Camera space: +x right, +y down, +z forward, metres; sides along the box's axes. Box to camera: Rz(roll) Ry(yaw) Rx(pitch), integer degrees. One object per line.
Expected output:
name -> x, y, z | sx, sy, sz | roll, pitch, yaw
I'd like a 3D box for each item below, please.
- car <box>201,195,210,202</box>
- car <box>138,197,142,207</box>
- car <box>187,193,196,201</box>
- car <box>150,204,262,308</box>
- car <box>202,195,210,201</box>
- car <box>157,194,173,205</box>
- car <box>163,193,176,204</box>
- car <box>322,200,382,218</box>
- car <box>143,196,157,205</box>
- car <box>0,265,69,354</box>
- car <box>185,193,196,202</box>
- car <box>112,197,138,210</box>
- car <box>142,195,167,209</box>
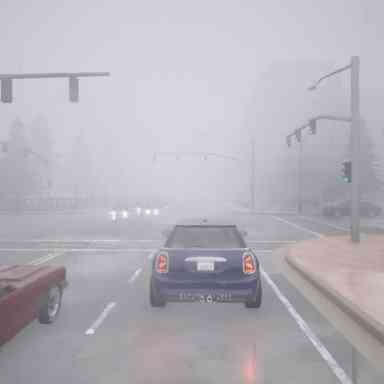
car -> 3.076, 1.548, 73.619 | 1.994, 1.385, 4.181 | 0, 0, 2
car -> -8.347, 1.491, 51.835 | 2.128, 1.511, 4.902 | 0, 0, 2
car -> -0.092, 1.222, 82.486 | 2.150, 2.045, 5.566 | 0, 0, 2
car -> 0.305, 1.352, 8.090 | 2.097, 1.767, 4.553 | 0, 0, 2
car -> 3.404, 1.475, 82.324 | 1.882, 1.535, 5.008 | 0, 0, 2
car -> -4.715, 1.477, 55.156 | 1.882, 1.535, 5.008 | 0, 0, 2
car -> -4.274, 1.477, 65.454 | 1.882, 1.535, 5.008 | 0, 0, 3
car -> 14.115, 1.505, 29.515 | 4.892, 1.490, 1.837 | 0, 0, 4
car -> -7.906, 1.502, 62.650 | 1.837, 1.490, 4.892 | 0, 1, 3
car -> -3.307, 1.601, 4.216 | 1.895, 1.301, 4.718 | 0, 0, 2
car -> -0.459, 1.519, 72.755 | 1.812, 1.442, 4.674 | 0, 0, 2
car -> -8.705, 1.600, 42.530 | 1.895, 1.301, 4.718 | 0, 0, 2
car -> -5.078, 1.491, 45.797 | 2.128, 1.511, 4.902 | 0, 0, 2
